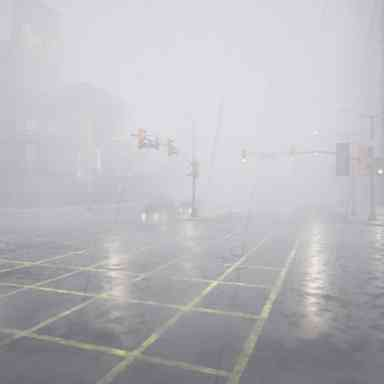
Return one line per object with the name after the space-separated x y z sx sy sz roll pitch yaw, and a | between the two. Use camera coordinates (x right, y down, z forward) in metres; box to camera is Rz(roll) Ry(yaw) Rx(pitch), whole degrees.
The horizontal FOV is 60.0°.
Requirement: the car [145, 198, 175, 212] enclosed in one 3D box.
-3.704 1.476 38.954 1.882 1.535 5.008 0 0 23 | car

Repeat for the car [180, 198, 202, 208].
-0.109 1.599 48.516 1.895 1.301 4.718 0 0 21 | car
